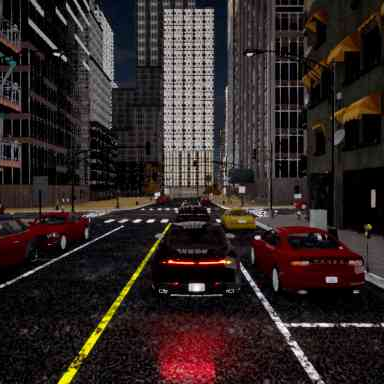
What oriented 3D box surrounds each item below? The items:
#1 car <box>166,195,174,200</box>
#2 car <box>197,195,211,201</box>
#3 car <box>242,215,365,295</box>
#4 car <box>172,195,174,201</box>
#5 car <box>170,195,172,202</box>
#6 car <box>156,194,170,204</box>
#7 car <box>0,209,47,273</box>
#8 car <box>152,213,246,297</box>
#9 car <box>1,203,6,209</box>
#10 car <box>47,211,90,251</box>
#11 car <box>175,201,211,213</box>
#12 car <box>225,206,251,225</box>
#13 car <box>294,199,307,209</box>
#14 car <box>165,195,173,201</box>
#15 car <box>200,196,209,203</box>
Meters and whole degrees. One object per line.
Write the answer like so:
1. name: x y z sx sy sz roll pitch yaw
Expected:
1. car: -5.871 1.541 90.944 1.887 1.381 4.507 -1 0 0
2. car: 2.561 1.435 63.161 1.967 1.590 4.097 -1 0 0
3. car: 2.666 1.543 8.589 1.887 1.381 4.507 -1 0 0
4. car: -5.842 1.311 74.266 2.192 1.841 5.009 -1 0 0
5. car: -5.831 1.310 68.707 2.192 1.841 5.009 -1 0 0
6. car: -5.818 1.540 63.147 1.887 1.381 4.507 -1 0 0
7. car: -5.716 1.439 8.586 1.967 1.590 4.097 -1 0 0
8. car: 0.082 1.503 8.518 1.837 1.490 4.892 0 0 0
9. car: -23.921 1.744 38.386 4.097 1.590 1.967 -1 1 -1
10. car: -5.725 1.542 14.110 1.887 1.381 4.507 -1 0 0
11. car: 0.061 1.475 18.791 1.882 1.535 5.008 0 0 0
12. car: 2.644 1.522 19.805 1.752 1.417 4.829 -1 0 0
13. car: 14.178 1.254 38.782 4.507 1.381 1.887 -1 1 -1
14. car: -5.861 1.521 85.215 1.752 1.417 4.829 -1 0 0
15. car: 2.551 1.520 68.891 1.752 1.417 4.829 -1 0 0
